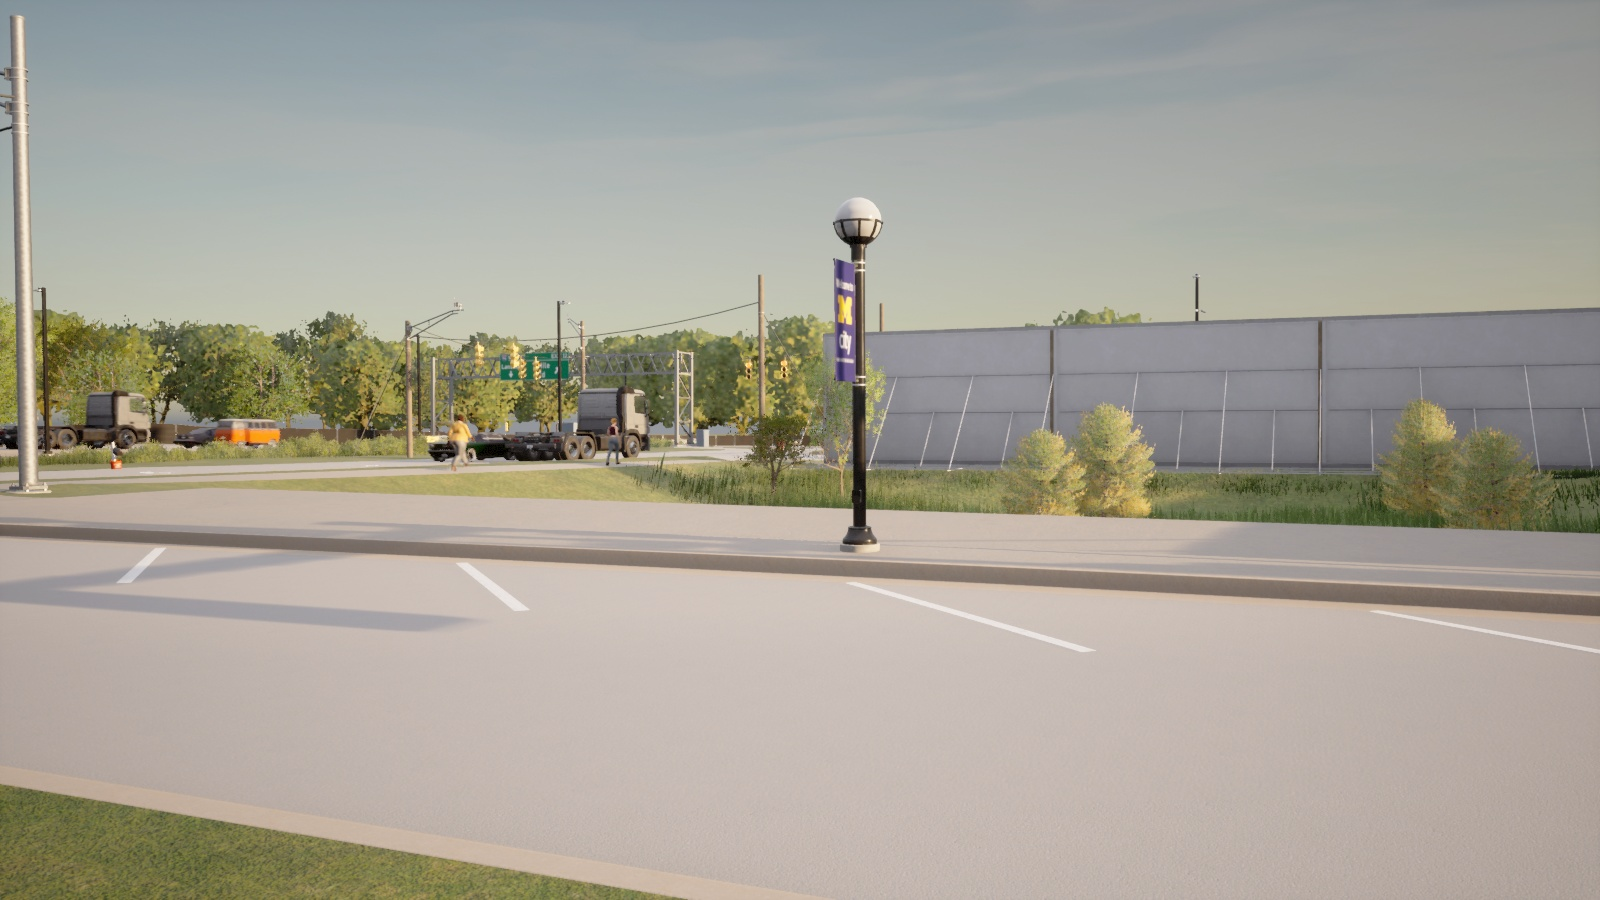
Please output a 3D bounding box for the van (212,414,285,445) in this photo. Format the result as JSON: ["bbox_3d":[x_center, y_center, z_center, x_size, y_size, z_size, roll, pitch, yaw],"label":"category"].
[{"bbox_3d":[-36.642,-1.333,83.587,1.775,1.987,4.442,1,0,23],"label":"van"}]

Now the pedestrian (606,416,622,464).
[{"bbox_3d":[-7.203,-0.391,48.674,0.345,1.836,0.594,1,2,23],"label":"pedestrian"}]

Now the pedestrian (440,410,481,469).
[{"bbox_3d":[-10.871,-0.351,40.210,0.874,1.855,0.900,1,2,23],"label":"pedestrian"}]

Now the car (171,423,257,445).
[{"bbox_3d":[-39.732,-1.079,85.280,2.033,1.411,5.357,1,0,23],"label":"car"}]

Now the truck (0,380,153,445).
[{"bbox_3d":[-41.510,-2.056,71.907,2.891,3.462,7.936,1,0,23],"label":"truck"}]

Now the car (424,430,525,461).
[{"bbox_3d":[-14.406,-0.230,55.890,1.895,1.301,4.718,1,1,23],"label":"car"}]

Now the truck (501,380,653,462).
[{"bbox_3d":[-9.985,-1.306,57.263,2.891,3.462,7.936,1,1,24],"label":"truck"}]
